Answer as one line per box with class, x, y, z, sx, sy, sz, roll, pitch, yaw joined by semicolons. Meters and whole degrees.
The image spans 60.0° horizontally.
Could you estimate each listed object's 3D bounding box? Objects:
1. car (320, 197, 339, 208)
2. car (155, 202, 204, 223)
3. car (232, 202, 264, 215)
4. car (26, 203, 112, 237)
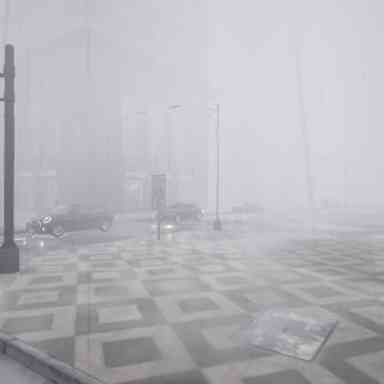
car;22.144;1.641;53.451;2.097;1.767;4.553;0;0;35
car;-0.933;1.614;26.795;1.837;1.490;4.892;0;0;36
car;6.215;1.766;36.737;1.895;1.301;4.718;0;0;36
car;-6.792;1.415;18.679;2.097;1.767;4.553;0;0;37
